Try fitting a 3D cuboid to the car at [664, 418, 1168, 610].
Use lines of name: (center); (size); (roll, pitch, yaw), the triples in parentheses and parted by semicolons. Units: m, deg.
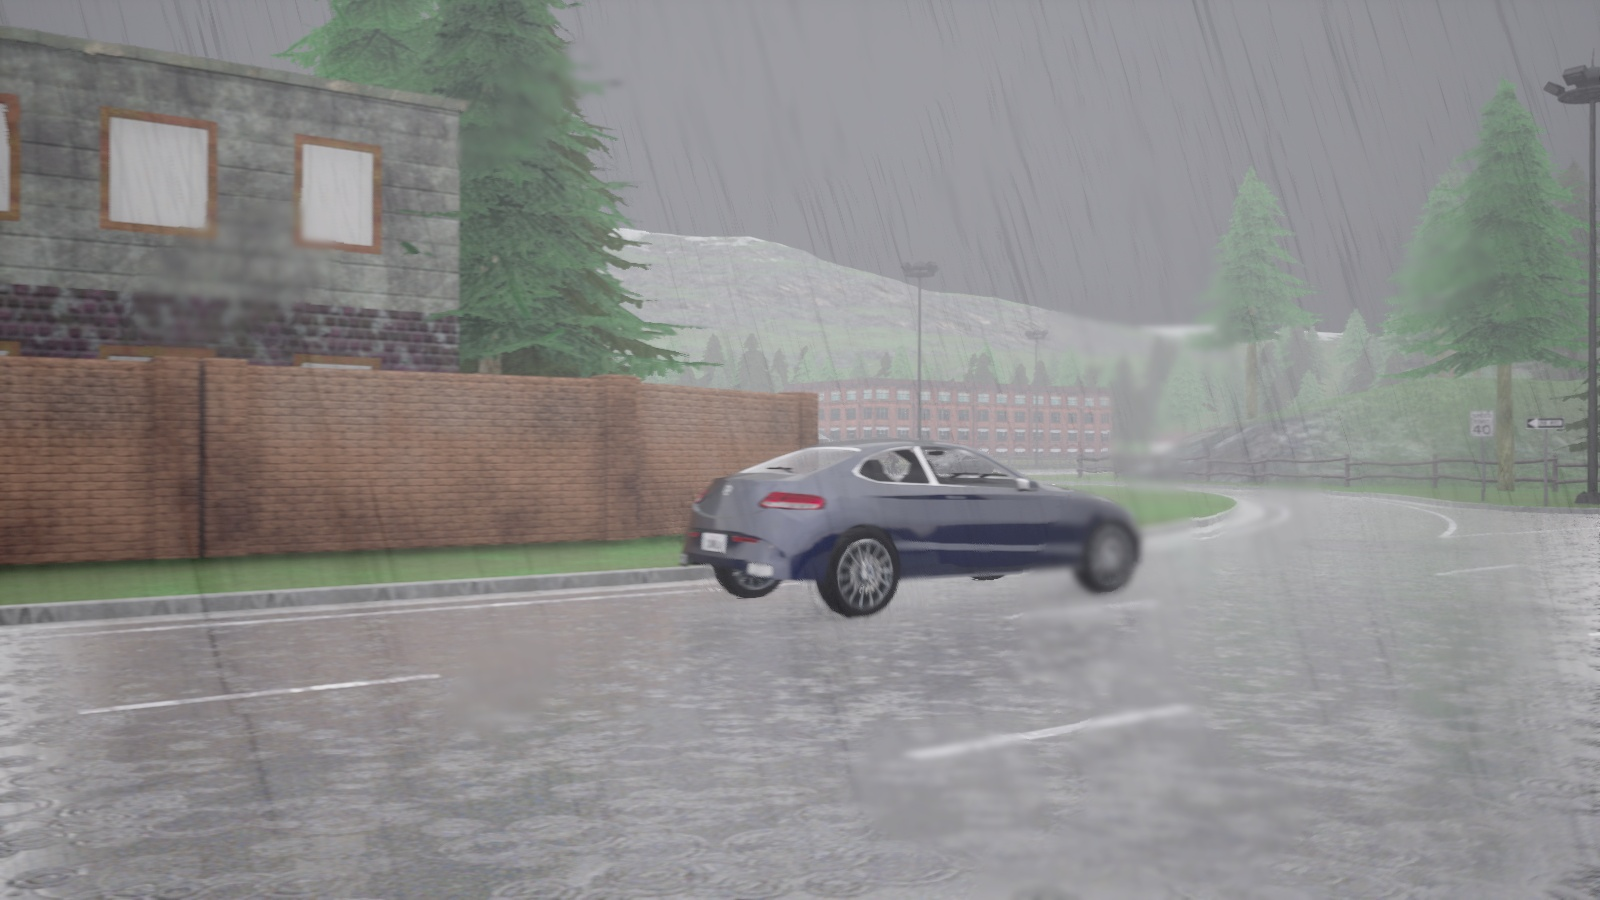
car: (1.323, 0.553, 13.109); (5.027, 1.651, 2.152); (0, 0, -35)
